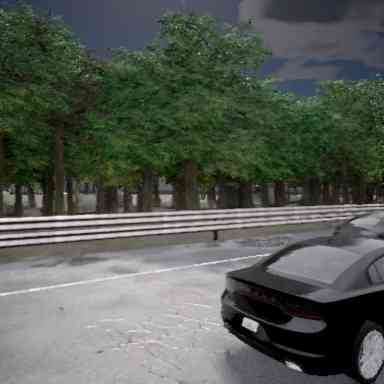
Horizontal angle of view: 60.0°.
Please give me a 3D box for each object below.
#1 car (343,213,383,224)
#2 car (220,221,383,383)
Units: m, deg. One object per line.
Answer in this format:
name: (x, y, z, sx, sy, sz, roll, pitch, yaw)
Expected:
car: (7.243, 1.514, 12.618, 4.674, 1.442, 1.812, 0, 0, -33)
car: (2.763, 1.471, 5.435, 5.008, 1.535, 1.882, 0, 0, -34)
